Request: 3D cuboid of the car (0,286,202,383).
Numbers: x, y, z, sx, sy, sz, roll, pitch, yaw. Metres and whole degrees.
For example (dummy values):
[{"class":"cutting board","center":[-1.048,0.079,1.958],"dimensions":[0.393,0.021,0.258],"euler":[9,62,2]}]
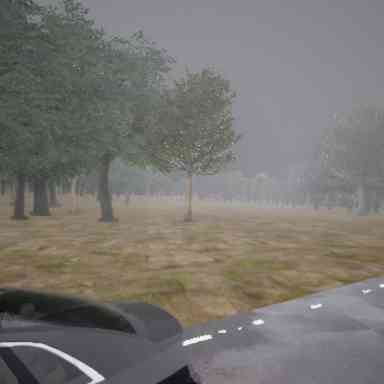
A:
[{"class":"car","center":[-2.195,1.501,1.847],"dimensions":[4.892,1.490,1.837],"euler":[0,0,-36]}]
